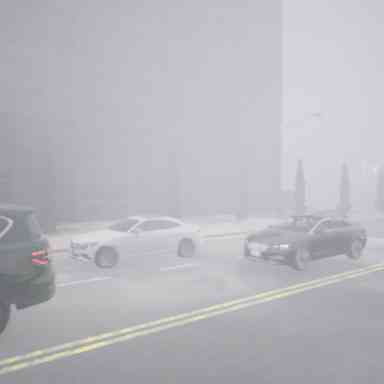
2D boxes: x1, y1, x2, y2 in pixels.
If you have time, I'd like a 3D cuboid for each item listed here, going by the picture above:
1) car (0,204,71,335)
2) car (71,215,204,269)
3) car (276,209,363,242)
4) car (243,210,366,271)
[{"bbox_3d":[-4.939,1.222,4.759,5.566,2.045,2.150,0,0,-35],"label":"car"},{"bbox_3d":[-1.730,1.532,11.338,4.674,1.442,1.812,0,0,-35],"label":"car"},{"bbox_3d":[6.671,1.621,17.259,4.718,1.301,1.895,0,0,-35],"label":"car"},{"bbox_3d":[3.838,1.504,10.994,4.902,1.511,2.128,0,0,-35],"label":"car"}]
